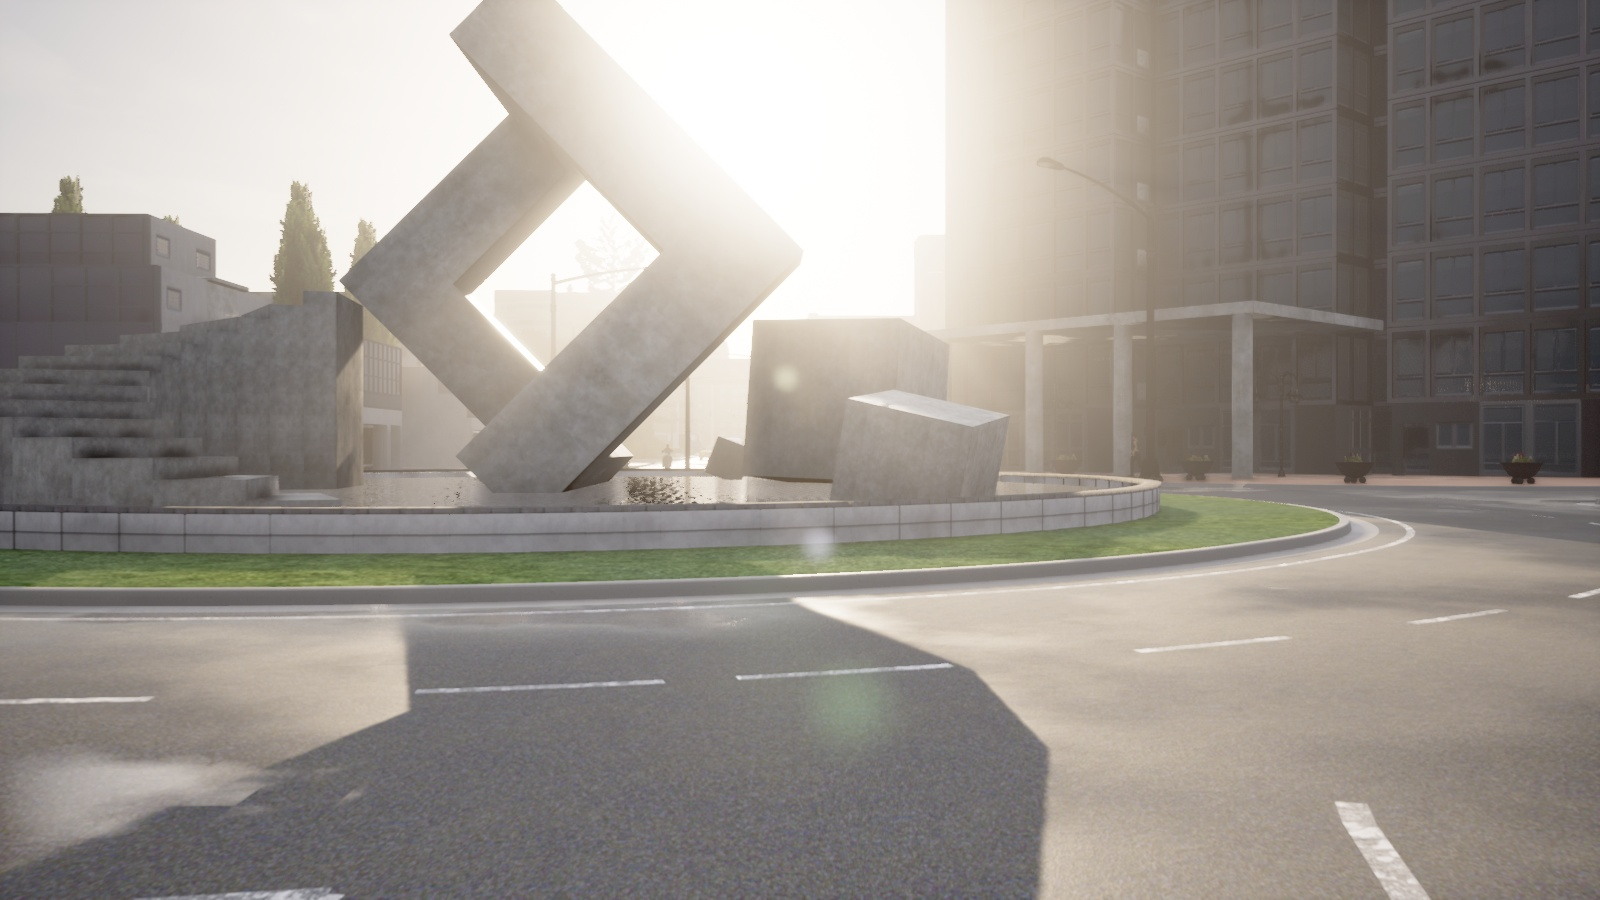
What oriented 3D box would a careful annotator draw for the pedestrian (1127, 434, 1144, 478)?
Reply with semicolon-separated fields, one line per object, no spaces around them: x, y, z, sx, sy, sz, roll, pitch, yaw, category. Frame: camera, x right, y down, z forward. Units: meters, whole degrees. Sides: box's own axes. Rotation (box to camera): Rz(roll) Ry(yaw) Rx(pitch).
14.010;0.232;52.505;0.345;1.836;0.594;0;0;-36;pedestrian
